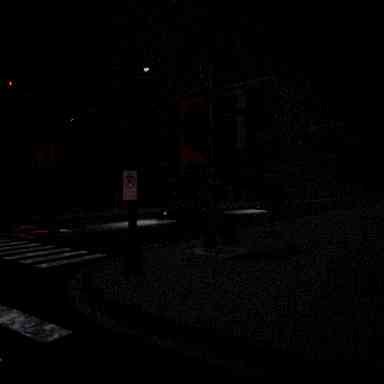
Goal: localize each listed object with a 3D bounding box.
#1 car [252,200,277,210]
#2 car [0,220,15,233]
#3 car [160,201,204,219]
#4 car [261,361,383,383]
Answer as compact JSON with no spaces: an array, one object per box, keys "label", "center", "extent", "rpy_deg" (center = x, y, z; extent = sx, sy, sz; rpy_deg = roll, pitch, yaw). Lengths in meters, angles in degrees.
[{"label":"car","center":[9.795,1.676,44.388],"extent":[1.895,1.301,4.718],"rpy_deg":[0,0,36]},{"label":"car","center":[-10.904,1.608,15.143],"extent":[1.895,1.301,4.718],"rpy_deg":[0,0,35]},{"label":"car","center":[-0.810,1.528,29.430],"extent":[2.128,1.511,4.902],"rpy_deg":[0,0,35]},{"label":"car","center":[2.176,1.551,1.294],"extent":[4.403,1.369,2.008],"rpy_deg":[0,0,36]}]
